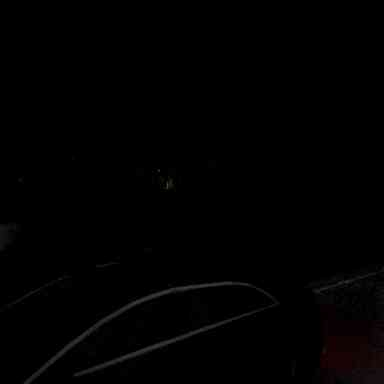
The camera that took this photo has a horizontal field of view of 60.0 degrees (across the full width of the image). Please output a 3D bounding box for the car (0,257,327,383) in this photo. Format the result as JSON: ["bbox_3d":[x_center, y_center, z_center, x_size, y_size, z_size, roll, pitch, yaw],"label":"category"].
[{"bbox_3d":[-0.713,1.491,3.166,4.902,1.511,2.128,0,0,-36],"label":"car"}]
